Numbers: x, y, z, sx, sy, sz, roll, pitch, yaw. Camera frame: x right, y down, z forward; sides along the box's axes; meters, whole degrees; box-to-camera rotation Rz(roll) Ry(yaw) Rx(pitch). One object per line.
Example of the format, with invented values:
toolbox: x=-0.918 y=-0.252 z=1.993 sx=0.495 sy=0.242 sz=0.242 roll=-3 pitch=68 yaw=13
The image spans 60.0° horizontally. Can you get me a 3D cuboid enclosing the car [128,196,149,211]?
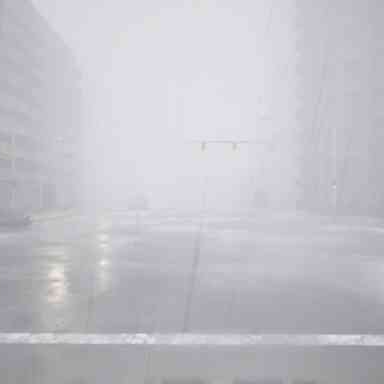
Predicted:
car: x=-7.083 y=1.491 z=44.607 sx=2.150 sy=2.045 sz=5.566 roll=0 pitch=-1 yaw=0

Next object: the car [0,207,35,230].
car: x=-12.476 y=1.694 z=21.398 sx=4.181 sy=1.385 sz=1.994 roll=0 pitch=0 yaw=-7
